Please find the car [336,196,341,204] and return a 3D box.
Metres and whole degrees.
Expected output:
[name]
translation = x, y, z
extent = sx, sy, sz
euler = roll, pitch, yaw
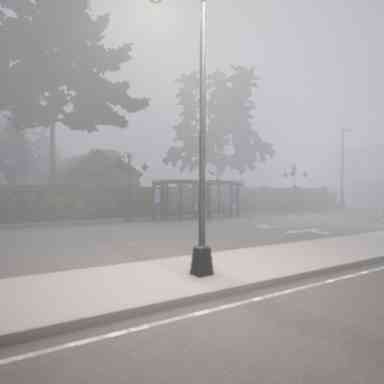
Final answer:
[car]
translation = 22.894, 0.994, 57.431
extent = 2.150, 2.045, 5.566
euler = 0, 1, -33
